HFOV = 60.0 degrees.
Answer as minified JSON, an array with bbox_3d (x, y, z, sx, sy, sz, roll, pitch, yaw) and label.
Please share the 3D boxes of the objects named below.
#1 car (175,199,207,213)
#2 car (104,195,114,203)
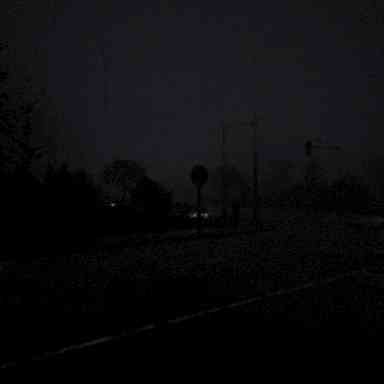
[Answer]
[{"bbox_3d":[-0.223,1.541,37.348,1.812,1.442,4.674,0,0,-32],"label":"car"},{"bbox_3d":[-14.291,1.259,59.413,2.128,1.511,4.902,0,1,-33],"label":"car"}]
